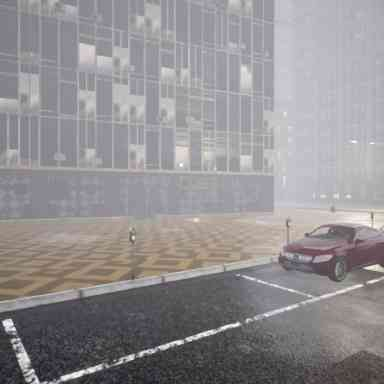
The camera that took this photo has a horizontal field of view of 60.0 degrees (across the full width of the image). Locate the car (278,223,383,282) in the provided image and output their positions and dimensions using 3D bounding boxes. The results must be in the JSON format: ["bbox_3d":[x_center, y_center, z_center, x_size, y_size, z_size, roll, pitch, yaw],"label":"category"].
[{"bbox_3d":[4.325,1.579,9.657,4.206,1.307,1.802,0,0,-36],"label":"car"}]
